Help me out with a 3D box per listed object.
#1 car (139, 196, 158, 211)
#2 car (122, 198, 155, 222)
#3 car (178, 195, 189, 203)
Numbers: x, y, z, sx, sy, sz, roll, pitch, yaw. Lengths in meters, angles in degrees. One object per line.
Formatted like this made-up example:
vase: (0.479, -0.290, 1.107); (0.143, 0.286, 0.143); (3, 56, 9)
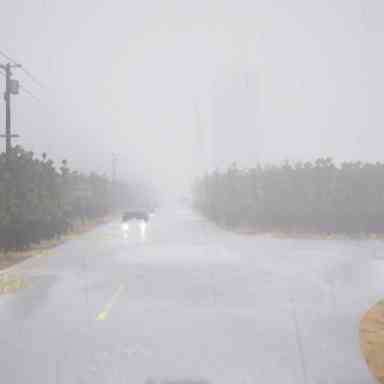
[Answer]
car: (-4.979, 1.266, 35.458); (2.097, 1.767, 4.553); (0, 0, -4)
car: (-4.234, 1.484, 25.911); (2.033, 1.411, 5.357); (0, 0, -4)
car: (-1.696, 1.364, 66.624); (1.812, 1.442, 4.674); (0, 0, 4)
